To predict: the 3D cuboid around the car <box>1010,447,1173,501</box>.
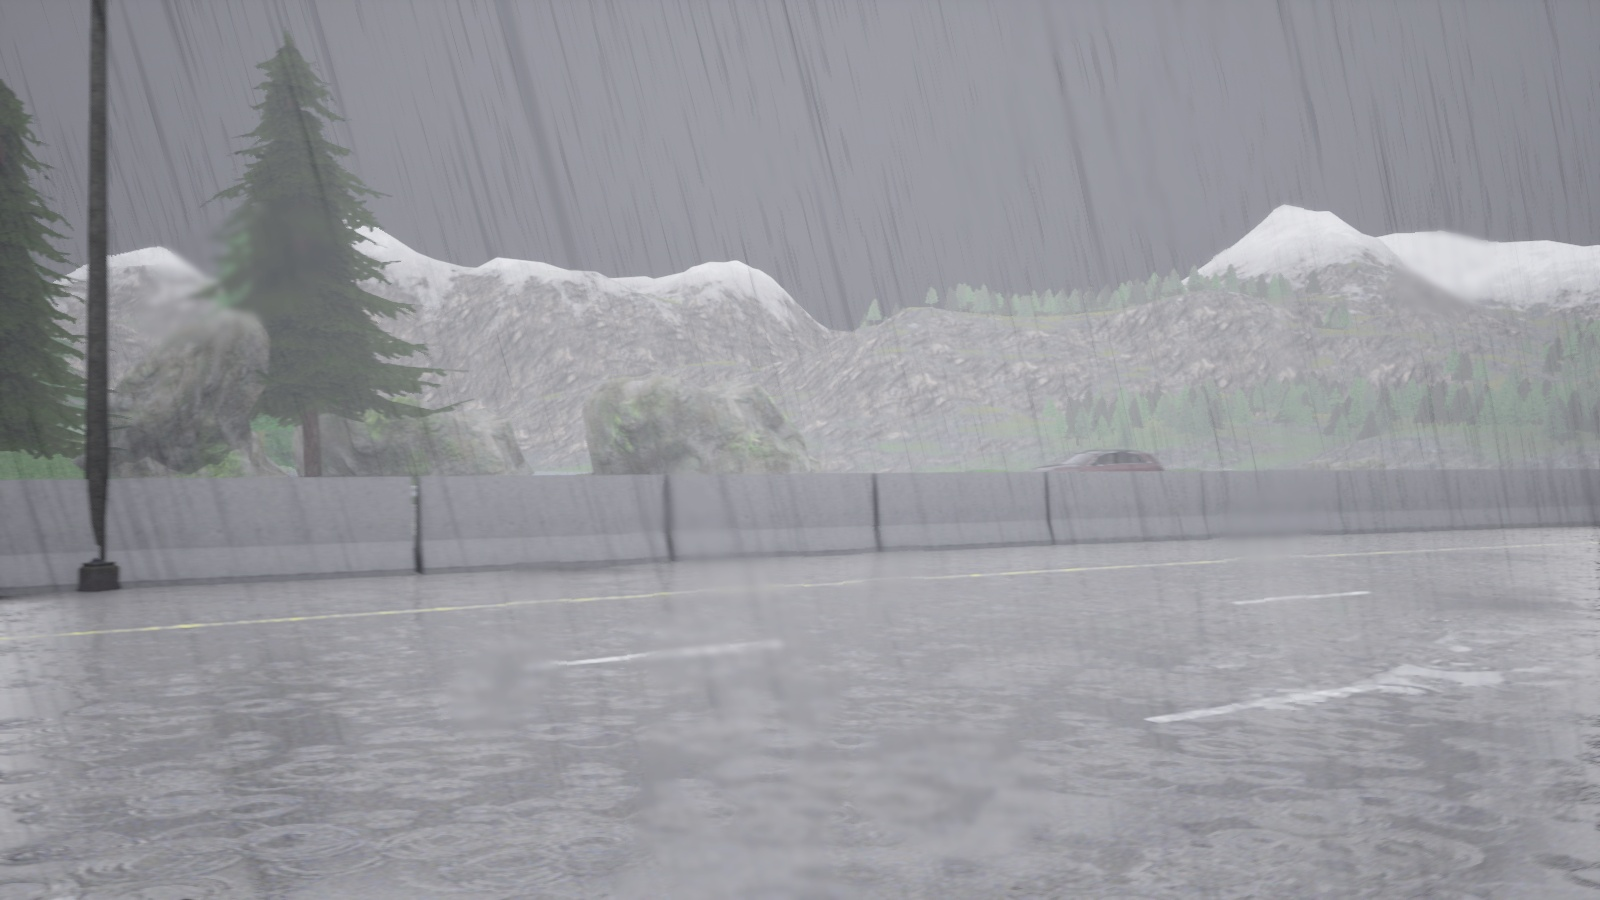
[{"bbox_3d":[9.413,0.745,40.487,4.856,1.649,2.033,0,0,-23],"label":"car"}]
